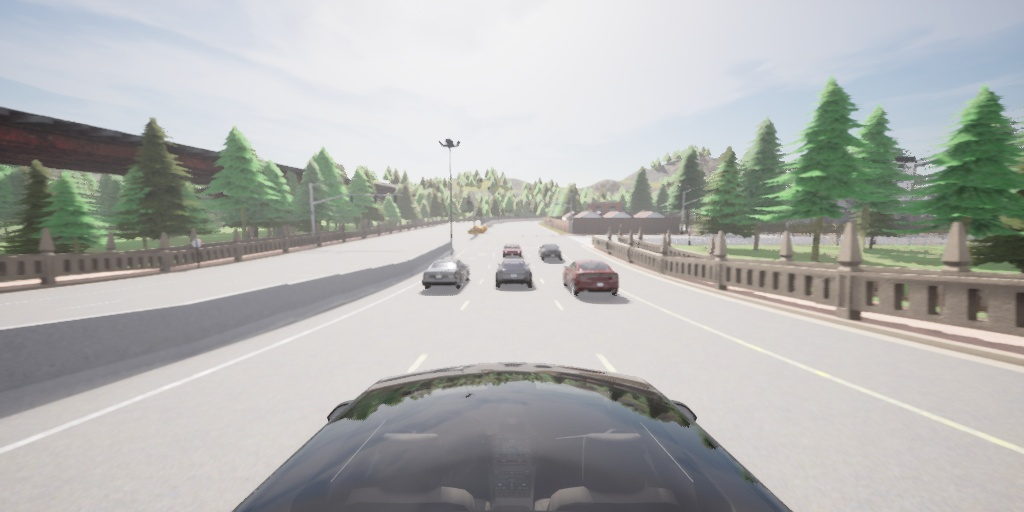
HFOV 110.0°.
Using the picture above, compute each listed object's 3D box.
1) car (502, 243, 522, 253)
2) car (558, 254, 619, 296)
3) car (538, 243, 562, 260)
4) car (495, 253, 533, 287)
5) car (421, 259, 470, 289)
[{"bbox_3d":[0.028,-0.604,34.990,1.895,1.301,4.718,0,7,0],"label":"car"},{"bbox_3d":[3.598,0.899,17.083,1.882,1.535,5.008,0,3,0],"label":"car"},{"bbox_3d":[3.536,-0.481,33.365,1.812,1.442,4.674,0,7,0],"label":"car"},{"bbox_3d":[0.093,0.821,19.897,1.994,1.385,4.181,0,4,0],"label":"car"},{"bbox_3d":[-3.404,0.849,19.185,2.033,1.411,5.357,0,4,0],"label":"car"}]
